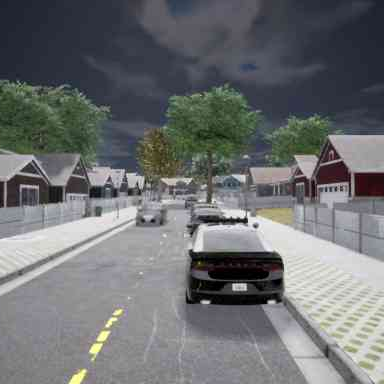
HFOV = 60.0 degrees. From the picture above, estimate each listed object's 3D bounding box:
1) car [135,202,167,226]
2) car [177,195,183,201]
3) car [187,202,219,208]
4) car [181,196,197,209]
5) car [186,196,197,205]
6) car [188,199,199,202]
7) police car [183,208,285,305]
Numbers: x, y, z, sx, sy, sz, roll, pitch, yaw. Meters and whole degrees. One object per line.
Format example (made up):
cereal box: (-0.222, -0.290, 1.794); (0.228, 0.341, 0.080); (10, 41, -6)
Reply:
car: (-2.786, 1.488, 23.514); (2.128, 1.511, 4.902); (0, 0, 0)
car: (-2.873, 1.501, 86.186); (1.812, 1.442, 4.674); (0, 0, 0)
car: (0.798, 1.504, 18.179); (1.837, 1.490, 4.892); (0, 0, 0)
car: (-0.033, 1.480, 46.084); (2.128, 1.511, 4.902); (0, 0, 0)
car: (-0.085, 1.513, 60.480); (1.812, 1.442, 4.674); (0, 0, 0)
car: (0.790, 1.502, 24.180); (1.837, 1.490, 4.892); (0, 0, 0)
police car: (0.813, 1.426, 8.286); (1.930, 1.638, 5.238); (0, 0, 0)
